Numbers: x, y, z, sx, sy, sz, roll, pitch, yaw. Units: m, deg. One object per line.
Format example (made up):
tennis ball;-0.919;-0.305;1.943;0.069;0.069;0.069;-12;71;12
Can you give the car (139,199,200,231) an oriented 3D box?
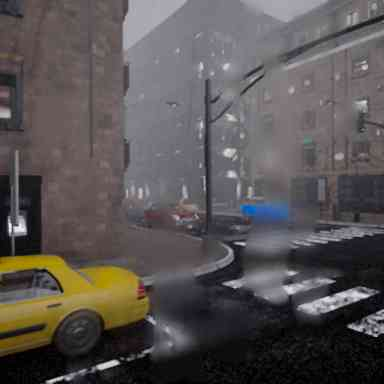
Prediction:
car;-1.265;1.441;20.460;1.967;1.590;4.097;0;0;-36

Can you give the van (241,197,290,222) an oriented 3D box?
van;5.522;1.279;25.376;1.690;1.788;3.998;0;0;-36

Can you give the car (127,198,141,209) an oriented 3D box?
car;-7.803;1.464;43.687;1.887;1.381;4.507;-1;0;-36

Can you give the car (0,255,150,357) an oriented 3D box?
car;-2.953;1.526;4.459;4.829;1.417;1.752;0;0;-36

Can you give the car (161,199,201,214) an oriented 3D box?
car;-1.241;1.449;34.669;1.752;1.417;4.829;0;0;-36
